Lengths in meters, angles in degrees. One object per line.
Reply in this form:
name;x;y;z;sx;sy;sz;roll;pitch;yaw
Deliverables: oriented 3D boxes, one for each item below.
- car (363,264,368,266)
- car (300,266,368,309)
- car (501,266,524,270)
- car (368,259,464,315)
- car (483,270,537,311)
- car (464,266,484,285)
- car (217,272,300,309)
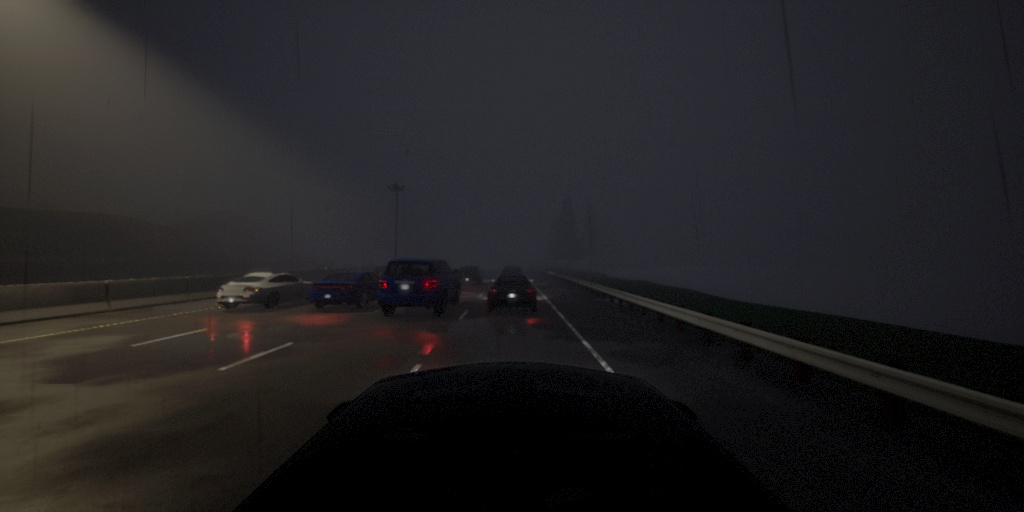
car;-10.477;1.581;30.336;1.837;1.490;4.892;0;0;0
car;-6.973;1.390;16.074;1.882;1.535;5.008;0;0;0
car;0.029;1.559;31.063;1.882;1.535;5.008;0;0;0
car;-3.487;1.118;14.410;2.150;2.045;5.566;0;0;0
car;0.022;1.469;15.347;1.994;1.385;4.181;0;-1;0
car;-3.477;1.580;30.333;1.837;1.490;4.892;0;0;0
car;-10.476;1.434;15.725;1.812;1.442;4.674;0;0;0
